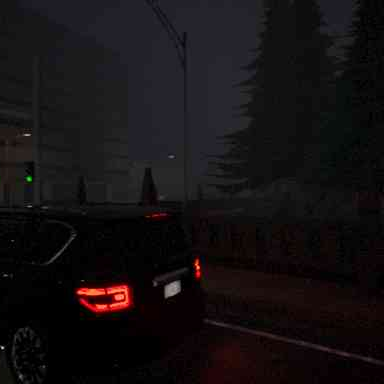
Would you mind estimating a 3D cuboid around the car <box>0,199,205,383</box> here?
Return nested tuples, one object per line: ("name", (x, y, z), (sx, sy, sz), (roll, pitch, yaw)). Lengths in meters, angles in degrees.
("car", (-2.461, 1.196, 5.289), (5.566, 2.045, 2.150), (0, 0, 33))

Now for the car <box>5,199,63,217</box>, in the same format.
("car", (-14.542, 1.437, 30.935), (1.812, 1.442, 4.674), (0, 0, 31))

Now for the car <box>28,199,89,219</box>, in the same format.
("car", (-11.542, 1.421, 29.132), (1.837, 1.490, 4.892), (0, 0, 31))

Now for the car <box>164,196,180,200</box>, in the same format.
("car", (-2.858, 1.320, 50.205), (1.812, 1.442, 4.674), (0, 0, 31))

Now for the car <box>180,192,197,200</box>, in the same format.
("car", (1.064, 1.014, 49.920), (2.150, 2.045, 5.566), (0, 0, 32))
